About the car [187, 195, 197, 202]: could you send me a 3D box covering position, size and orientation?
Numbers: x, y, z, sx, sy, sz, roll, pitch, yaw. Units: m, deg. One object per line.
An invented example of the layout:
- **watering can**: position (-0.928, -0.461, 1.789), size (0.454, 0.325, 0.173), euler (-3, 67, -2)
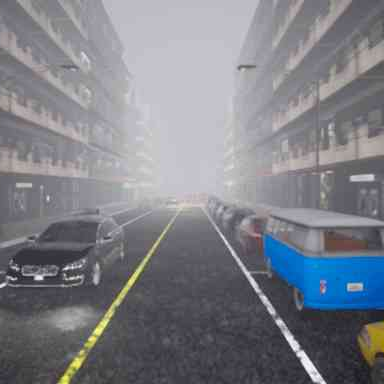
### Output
- **car**: position (-0.006, 1.327, 72.862), size (2.033, 1.411, 5.357), euler (0, 0, 0)

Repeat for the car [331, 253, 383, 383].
- **car**: position (2.681, 1.519, 1.798), size (1.752, 1.417, 4.829), euler (-1, 0, 0)

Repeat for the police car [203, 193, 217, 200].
- **police car**: position (2.996, 1.304, 47.767), size (1.930, 1.638, 5.238), euler (0, 0, 0)

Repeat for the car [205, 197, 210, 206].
- **car**: position (2.678, 1.486, 35.737), size (1.802, 1.307, 4.206), euler (-1, 0, 0)

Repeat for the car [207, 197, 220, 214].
- **car**: position (2.678, 1.462, 30.052), size (1.887, 1.381, 4.507), euler (-1, 0, 0)

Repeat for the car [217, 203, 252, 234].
- **car**: position (2.680, 1.511, 18.682), size (1.947, 1.339, 4.313), euler (-1, 0, 0)

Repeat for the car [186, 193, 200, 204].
- **car**: position (-0.005, 1.206, 61.427), size (2.097, 1.767, 4.553), euler (0, 0, 0)

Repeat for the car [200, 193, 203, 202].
- **car**: position (2.671, 1.157, 69.844), size (2.192, 1.841, 5.009), euler (-1, 0, 0)

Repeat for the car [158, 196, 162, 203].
- **car**: position (-5.706, 1.404, 58.477), size (1.887, 1.381, 4.507), euler (-1, 0, 0)

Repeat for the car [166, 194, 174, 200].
- **car**: position (-5.709, 1.261, 86.901), size (1.967, 1.590, 4.097), euler (-1, 0, 0)

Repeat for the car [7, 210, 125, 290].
- **car**: position (-3.102, 1.476, 9.167), size (1.837, 1.490, 4.892), euler (0, 0, 0)

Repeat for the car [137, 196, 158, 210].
- **car**: position (-5.704, 1.418, 41.254), size (1.752, 1.417, 4.829), euler (-1, 0, 0)

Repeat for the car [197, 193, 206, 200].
- **car**: position (2.669, 1.129, 92.583), size (2.192, 1.841, 5.009), euler (-1, 0, 0)

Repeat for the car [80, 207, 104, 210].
- **car**: position (-5.700, 1.528, 18.684), size (1.802, 1.307, 4.206), euler (-1, 0, 0)

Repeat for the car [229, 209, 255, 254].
- **car**: position (2.680, 1.543, 12.998), size (1.802, 1.307, 4.206), euler (-1, 0, 0)

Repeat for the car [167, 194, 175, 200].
- **car**: position (-5.708, 1.359, 92.586), size (1.887, 1.381, 4.507), euler (-1, 0, 0)

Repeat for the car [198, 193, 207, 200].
- **car**: position (2.670, 1.135, 86.898), size (2.192, 1.841, 5.009), euler (-1, 0, 0)

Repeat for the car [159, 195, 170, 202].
- **car**: position (-5.706, 1.387, 69.847), size (1.887, 1.381, 4.507), euler (-1, 0, 0)

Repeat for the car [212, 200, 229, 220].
- **car**: position (2.679, 1.513, 24.367), size (1.802, 1.307, 4.206), euler (-1, 0, 0)

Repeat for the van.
- **van**: position (2.678, 1.318, 7.312), size (1.690, 1.788, 3.998), euler (-1, 0, 0)

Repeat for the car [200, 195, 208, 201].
- **car**: position (2.673, 1.359, 75.699), size (1.752, 1.417, 4.829), euler (-1, 0, 0)

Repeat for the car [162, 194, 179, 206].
- **car**: position (-3.060, 1.418, 51.630), size (2.033, 1.411, 5.357), euler (0, 0, 1)
